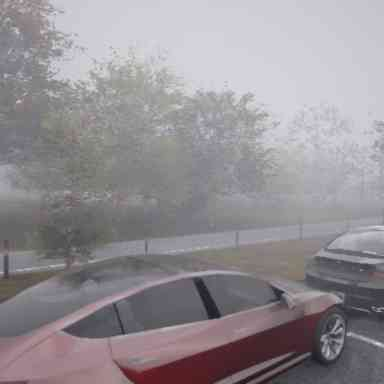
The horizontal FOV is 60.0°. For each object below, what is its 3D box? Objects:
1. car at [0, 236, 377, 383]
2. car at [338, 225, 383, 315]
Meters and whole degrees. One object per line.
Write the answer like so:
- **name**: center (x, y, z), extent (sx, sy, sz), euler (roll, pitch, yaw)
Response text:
- **car**: center (-0.057, 1.505, 4.017), extent (4.792, 1.488, 2.163), euler (-1, 1, -37)
- **car**: center (4.438, 1.468, 7.205), extent (4.892, 1.521, 2.231), euler (-1, 1, -37)
